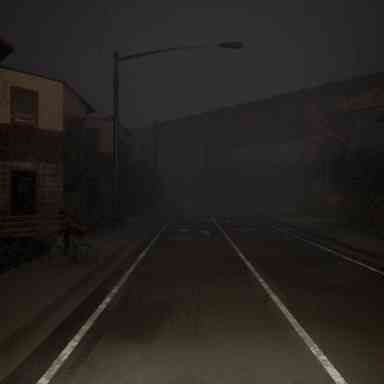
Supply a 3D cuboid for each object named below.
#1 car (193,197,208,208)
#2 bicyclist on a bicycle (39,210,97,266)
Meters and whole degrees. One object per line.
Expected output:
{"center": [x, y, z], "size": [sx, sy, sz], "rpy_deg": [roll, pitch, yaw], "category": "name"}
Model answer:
{"center": [1.271, 1.478, 47.791], "size": [1.882, 1.535, 5.008], "rpy_deg": [0, 0, 7], "category": "car"}
{"center": [-3.505, 1.341, 9.432], "size": [1.656, 1.620, 0.582], "rpy_deg": [1, -1, 0], "category": "bicyclist on a bicycle"}
